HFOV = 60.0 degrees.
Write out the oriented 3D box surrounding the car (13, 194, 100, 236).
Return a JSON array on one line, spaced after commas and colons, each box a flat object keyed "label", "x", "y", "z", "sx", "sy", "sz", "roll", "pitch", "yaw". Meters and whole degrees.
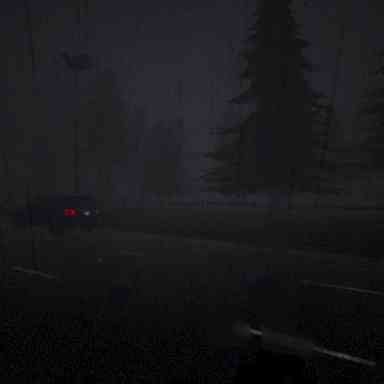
[{"label": "car", "x": -7.306, "y": 1.122, "z": 17.805, "sx": 5.566, "sy": 2.045, "sz": 2.150, "roll": 0, "pitch": 0, "yaw": 36}]
